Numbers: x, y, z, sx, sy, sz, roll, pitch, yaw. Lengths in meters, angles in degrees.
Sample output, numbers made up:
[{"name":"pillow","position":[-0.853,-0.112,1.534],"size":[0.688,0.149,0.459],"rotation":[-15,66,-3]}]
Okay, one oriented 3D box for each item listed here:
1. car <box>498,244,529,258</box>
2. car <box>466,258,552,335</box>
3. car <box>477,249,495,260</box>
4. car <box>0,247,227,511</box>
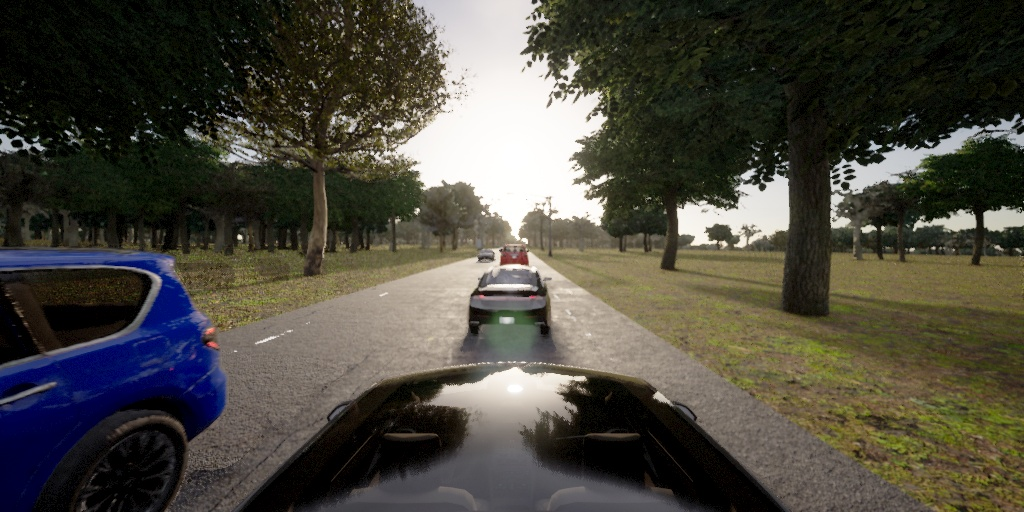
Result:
[{"name":"car","position":[0.222,0.081,29.121],"size":[2.150,2.045,5.566],"rotation":[0,2,1]},{"name":"car","position":[0.033,0.986,9.530],"size":[2.128,1.511,4.902],"rotation":[0,2,3]},{"name":"car","position":[-3.150,-0.116,44.398],"size":[1.837,1.490,4.892],"rotation":[0,2,1]},{"name":"car","position":[-3.582,1.001,0.847],"size":[2.150,2.045,5.566],"rotation":[0,2,-1]}]
